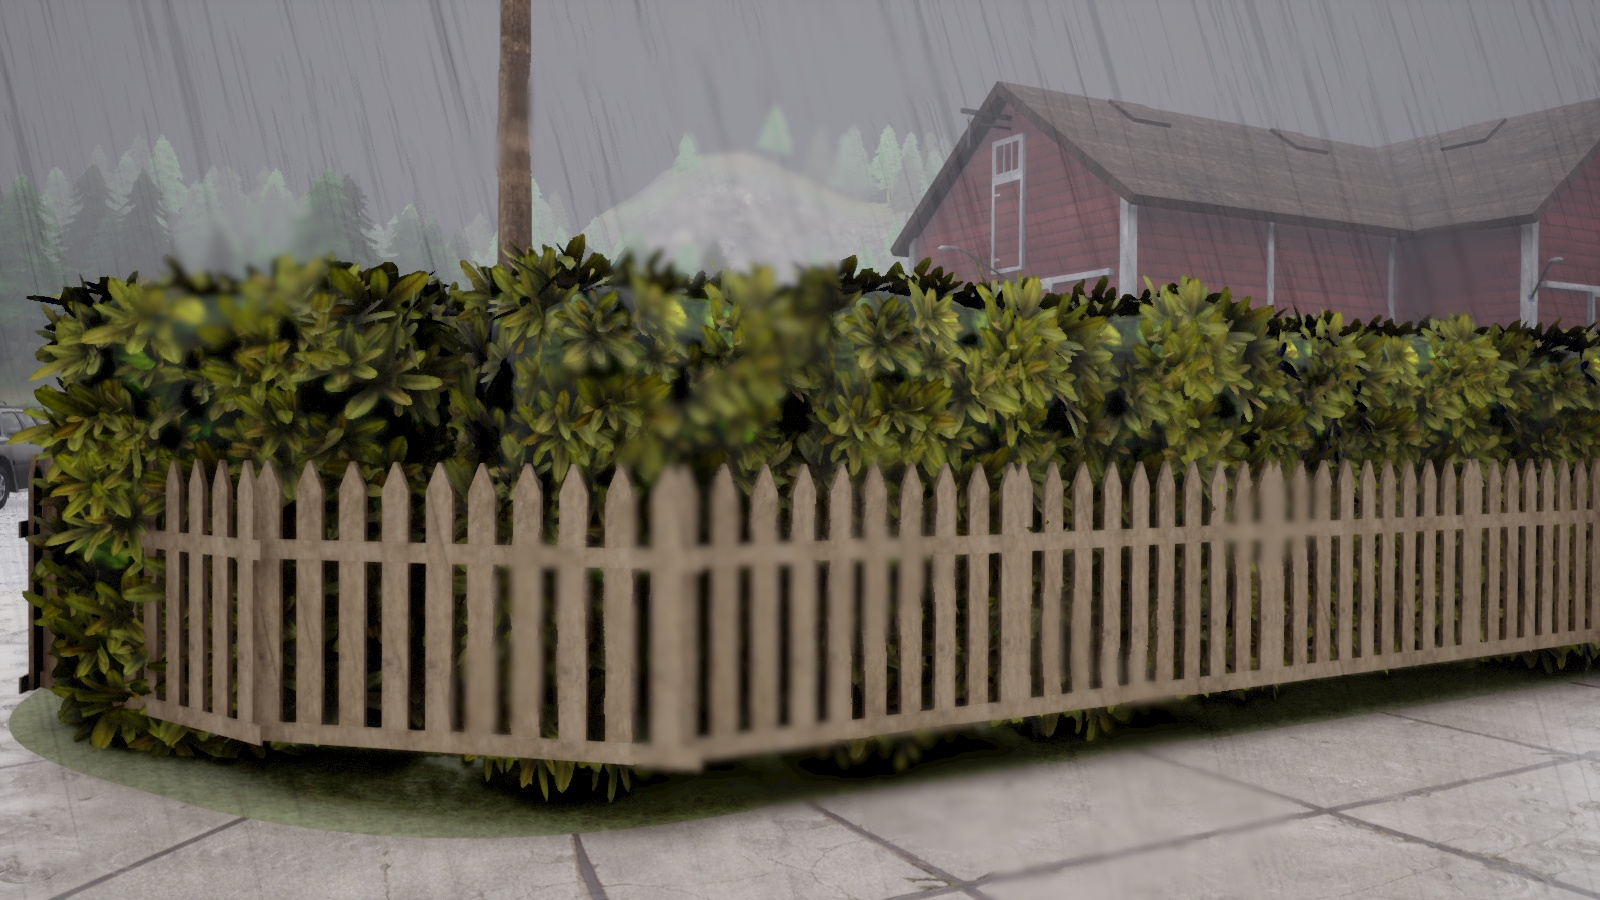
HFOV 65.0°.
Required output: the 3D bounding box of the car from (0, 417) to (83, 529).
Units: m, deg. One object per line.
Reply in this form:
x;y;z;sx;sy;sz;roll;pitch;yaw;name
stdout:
-14.599;0.373;22.277;1.932;1.855;4.605;-1;1;-12;car
